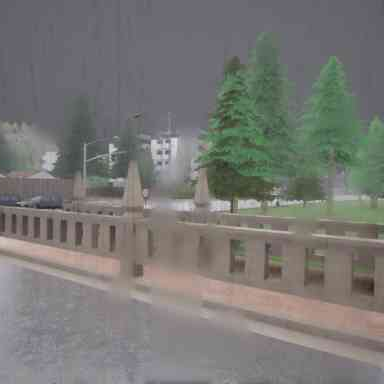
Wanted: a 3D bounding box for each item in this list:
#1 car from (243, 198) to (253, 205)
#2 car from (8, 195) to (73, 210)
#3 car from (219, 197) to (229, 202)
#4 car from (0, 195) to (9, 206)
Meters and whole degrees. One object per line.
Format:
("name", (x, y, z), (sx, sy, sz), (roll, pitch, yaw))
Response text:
("car", (9.150, 1.135, 49.770), (2.128, 1.511, 4.902), (1, 1, 38))
("car", (-13.788, 1.041, 31.266), (2.033, 1.411, 5.357), (1, 1, 38))
("car", (6.253, 1.179, 51.747), (1.895, 1.301, 4.718), (1, 1, 38))
("car", (-17.843, 0.973, 31.726), (2.033, 1.411, 5.357), (1, 1, 37))
